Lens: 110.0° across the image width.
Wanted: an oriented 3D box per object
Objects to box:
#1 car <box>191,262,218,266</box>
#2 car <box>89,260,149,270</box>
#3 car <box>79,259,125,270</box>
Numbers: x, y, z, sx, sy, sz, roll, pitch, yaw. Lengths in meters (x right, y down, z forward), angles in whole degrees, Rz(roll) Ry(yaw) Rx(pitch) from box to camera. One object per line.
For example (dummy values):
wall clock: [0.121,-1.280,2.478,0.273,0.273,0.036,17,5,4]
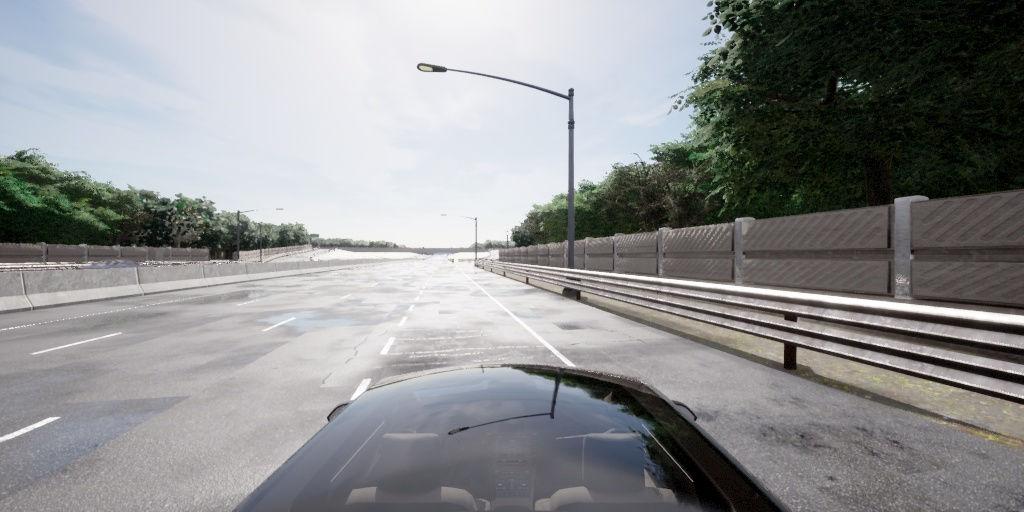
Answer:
car: [-31.485,1.338,36.683,1.994,1.385,4.181,0,0,-11]
car: [-34.134,1.331,31.845,1.994,1.385,4.181,0,0,-11]
car: [-38.115,1.122,34.068,2.097,1.767,4.553,0,0,-11]
